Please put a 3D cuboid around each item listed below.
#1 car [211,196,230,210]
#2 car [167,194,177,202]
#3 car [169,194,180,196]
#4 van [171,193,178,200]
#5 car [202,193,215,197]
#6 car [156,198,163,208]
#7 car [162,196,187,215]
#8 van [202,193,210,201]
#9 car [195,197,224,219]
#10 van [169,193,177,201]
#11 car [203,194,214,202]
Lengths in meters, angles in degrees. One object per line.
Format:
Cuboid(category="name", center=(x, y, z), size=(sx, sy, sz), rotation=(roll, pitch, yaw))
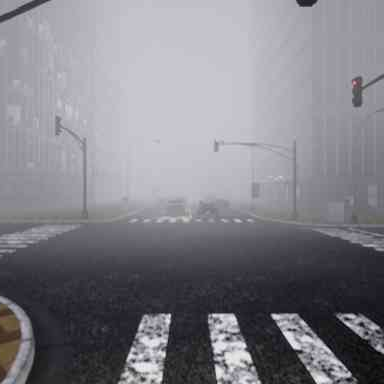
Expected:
Cuboid(category="car", center=(3.752, 1.505, 42.103), size=(1.947, 1.339, 4.313), rotation=(0, 0, 0))
Cuboid(category="car", center=(-4.455, 1.293, 75.200), size=(1.967, 1.590, 4.097), rotation=(0, 0, 0))
Cuboid(category="car", center=(-1.736, 1.420, 46.101), size=(2.128, 1.511, 4.902), rotation=(0, 0, 0))
Cuboid(category="van", center=(-4.547, 1.162, 86.254), size=(1.690, 1.788, 3.998), rotation=(0, 0, 0))
Cuboid(category="car", center=(3.518, 1.200, 64.210), size=(2.192, 1.841, 5.009), rotation=(0, 0, 0))
Cuboid(category="car", center=(-4.224, 1.508, 47.563), size=(1.802, 1.307, 4.206), rotation=(0, 0, 0))
Cuboid(category="car", center=(-1.638, 1.435, 33.581), size=(1.882, 1.535, 5.008), rotation=(0, 0, 0))
Cuboid(category="van", center=(3.379, 1.178, 80.793), size=(1.690, 1.788, 3.998), rotation=(0, 0, 0))
Cuboid(category="car", center=(1.293, 1.459, 29.166), size=(2.128, 1.511, 4.902), rotation=(0, 0, 0))
Cuboid(category="van", center=(-4.501, 1.178, 80.727), size=(1.690, 1.788, 3.998), rotation=(0, 0, 0))
Cuboid(category="car", center=(3.471, 1.309, 69.739), size=(1.967, 1.590, 4.097), rotation=(0, 0, 0))
